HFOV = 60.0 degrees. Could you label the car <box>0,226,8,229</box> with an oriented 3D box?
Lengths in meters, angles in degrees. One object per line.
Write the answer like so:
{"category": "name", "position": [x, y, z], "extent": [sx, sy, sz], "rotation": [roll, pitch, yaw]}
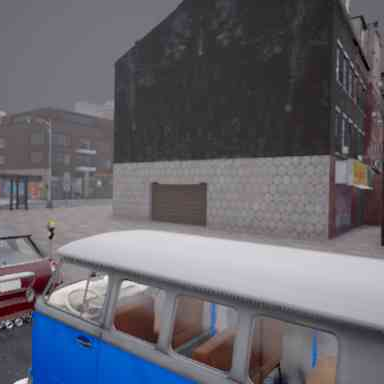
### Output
{"category": "car", "position": [-4.065, 1.250, 5.674], "extent": [4.097, 1.590, 1.967], "rotation": [2, 1, 35]}

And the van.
{"category": "van", "position": [0.382, 1.311, 2.542], "extent": [3.998, 1.788, 1.690], "rotation": [2, 1, 35]}
